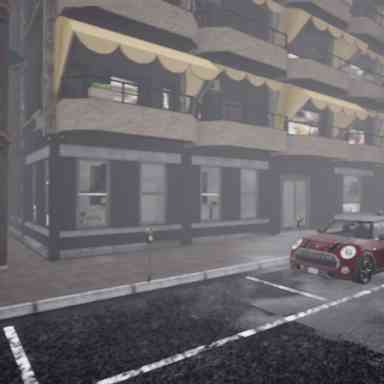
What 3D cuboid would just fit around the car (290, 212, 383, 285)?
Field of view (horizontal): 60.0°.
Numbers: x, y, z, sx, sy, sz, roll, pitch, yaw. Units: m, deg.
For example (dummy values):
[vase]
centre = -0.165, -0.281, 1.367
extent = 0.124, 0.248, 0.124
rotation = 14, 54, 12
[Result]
[car]
centre = 4.627, 1.418, 9.390
extent = 4.097, 1.590, 1.967
rotation = 0, 1, -35
